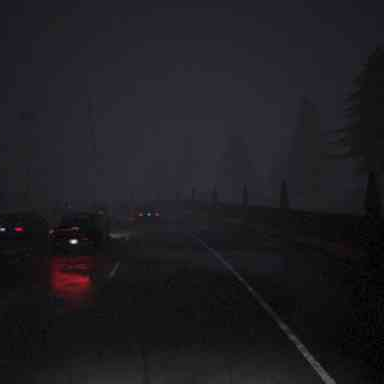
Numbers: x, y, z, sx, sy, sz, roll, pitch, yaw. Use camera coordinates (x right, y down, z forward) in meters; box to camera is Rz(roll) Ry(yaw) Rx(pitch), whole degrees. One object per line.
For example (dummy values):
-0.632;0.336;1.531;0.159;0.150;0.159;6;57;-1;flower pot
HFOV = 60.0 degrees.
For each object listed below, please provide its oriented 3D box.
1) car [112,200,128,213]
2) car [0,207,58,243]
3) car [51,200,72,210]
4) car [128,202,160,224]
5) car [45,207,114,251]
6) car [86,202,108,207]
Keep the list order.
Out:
-8.819;1.806;41.530;1.882;1.535;5.008;0;-1;-22;car
-8.603;1.693;16.836;2.033;1.411;5.357;0;0;-10;car
-14.517;1.660;36.997;2.097;1.767;4.553;0;0;-22;car
-3.860;1.759;27.356;2.033;1.411;5.357;0;0;-15;car
-4.808;1.627;14.920;1.837;1.490;4.892;0;0;-8;car
-9.709;1.781;34.239;1.837;1.490;4.892;0;-1;-19;car
